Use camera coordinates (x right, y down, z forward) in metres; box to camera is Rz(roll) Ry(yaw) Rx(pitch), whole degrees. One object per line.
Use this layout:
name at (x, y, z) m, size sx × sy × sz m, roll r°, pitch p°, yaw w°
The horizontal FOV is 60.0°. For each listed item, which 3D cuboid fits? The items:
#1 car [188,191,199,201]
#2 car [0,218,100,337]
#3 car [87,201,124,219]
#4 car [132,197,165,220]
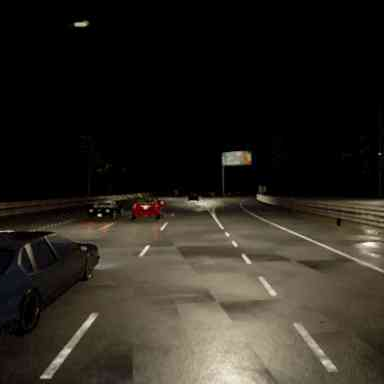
car at (0.296, 1.052, 63.870) m, size 1.812 × 1.442 × 4.674 m, roll 0°, pitch 0°, yaw 0°
car at (-3.398, 1.499, 6.521) m, size 2.033 × 1.411 × 5.357 m, roll 0°, pitch 0°, yaw 0°
car at (-6.846, 1.406, 26.919) m, size 1.895 × 1.301 × 4.718 m, roll 0°, pitch 0°, yaw 0°
car at (-3.343, 1.161, 26.147) m, size 2.097 × 1.767 × 4.553 m, roll 0°, pitch 0°, yaw 0°
